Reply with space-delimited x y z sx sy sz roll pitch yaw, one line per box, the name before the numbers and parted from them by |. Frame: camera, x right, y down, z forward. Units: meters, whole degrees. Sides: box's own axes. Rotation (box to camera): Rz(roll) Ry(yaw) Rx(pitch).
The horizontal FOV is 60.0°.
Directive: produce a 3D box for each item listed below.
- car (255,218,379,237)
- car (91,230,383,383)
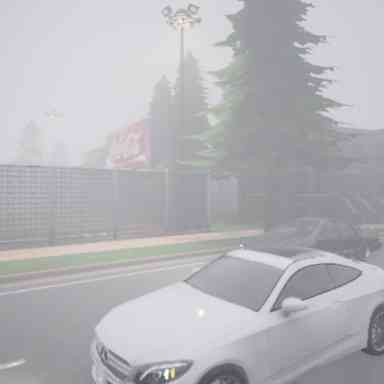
car | 4.022 1.563 10.854 5.357 1.411 2.033 0 0 -32
car | 1.031 1.531 4.577 4.674 1.442 1.812 0 0 -34
